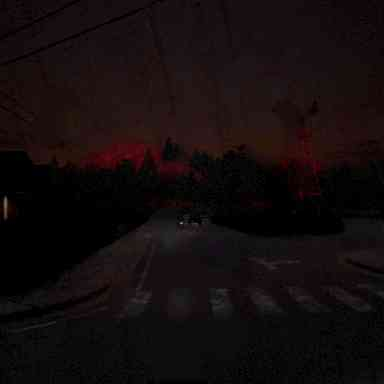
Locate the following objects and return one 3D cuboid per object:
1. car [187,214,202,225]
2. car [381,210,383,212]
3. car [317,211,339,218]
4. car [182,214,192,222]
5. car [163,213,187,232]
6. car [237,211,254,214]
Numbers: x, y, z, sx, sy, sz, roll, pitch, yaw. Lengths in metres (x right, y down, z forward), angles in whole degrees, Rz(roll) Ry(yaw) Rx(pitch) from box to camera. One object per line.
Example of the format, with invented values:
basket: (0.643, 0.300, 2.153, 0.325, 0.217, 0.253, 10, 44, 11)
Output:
car: (0.431, 4.478, 53.118, 1.837, 1.490, 4.892, -2, -3, -4)
car: (35.070, 3.550, 57.756, 4.193, 1.474, 1.816, -2, -3, -5)
car: (22.357, 3.875, 55.472, 3.905, 1.438, 1.784, -2, -3, -5)
car: (-1.154, 5.608, 72.564, 1.812, 1.442, 4.674, -2, -3, -5)
car: (-2.113, 3.474, 38.262, 2.150, 2.045, 5.566, -2, -3, -4)
car: (13.483, 5.542, 83.656, 4.553, 1.767, 2.097, -2, -3, -4)
